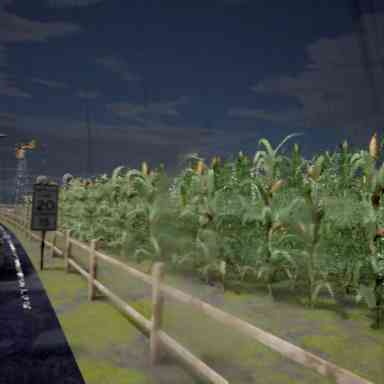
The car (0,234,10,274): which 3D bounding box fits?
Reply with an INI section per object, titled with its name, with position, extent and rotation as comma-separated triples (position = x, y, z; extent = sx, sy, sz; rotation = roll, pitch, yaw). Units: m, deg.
[car]
position = -7.577, 1.898, 11.578
extent = 1.837, 1.490, 4.892
rotation = 4, -4, -30
